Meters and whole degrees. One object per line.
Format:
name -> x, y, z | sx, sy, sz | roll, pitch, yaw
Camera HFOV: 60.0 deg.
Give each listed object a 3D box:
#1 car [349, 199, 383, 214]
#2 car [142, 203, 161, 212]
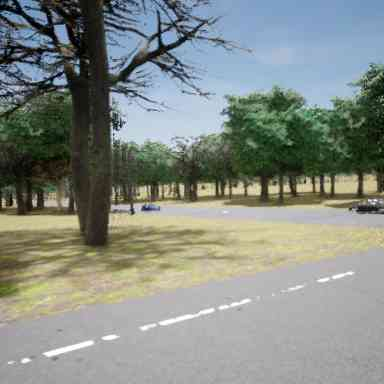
car -> 19.280, 1.533, 35.558 | 2.128, 1.511, 4.902 | -4, 1, -36
car -> -7.501, 2.842, 60.884 | 1.882, 1.535, 5.008 | -4, 1, -34
